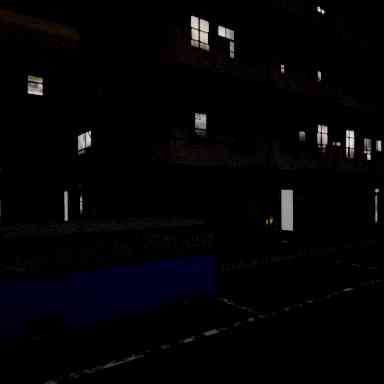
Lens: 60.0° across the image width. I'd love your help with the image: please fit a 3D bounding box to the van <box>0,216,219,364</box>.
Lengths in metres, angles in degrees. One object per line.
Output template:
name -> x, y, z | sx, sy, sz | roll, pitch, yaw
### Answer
van -> -1.431, 1.341, 5.550 | 3.998, 1.788, 1.690 | 0, 0, -35
